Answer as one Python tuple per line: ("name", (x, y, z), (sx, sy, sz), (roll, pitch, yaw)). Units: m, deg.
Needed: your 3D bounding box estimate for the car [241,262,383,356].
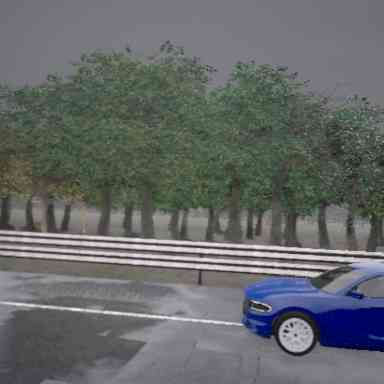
("car", (3.462, 2.090, 6.254), (5.008, 1.535, 1.882), (2, -4, 7))
